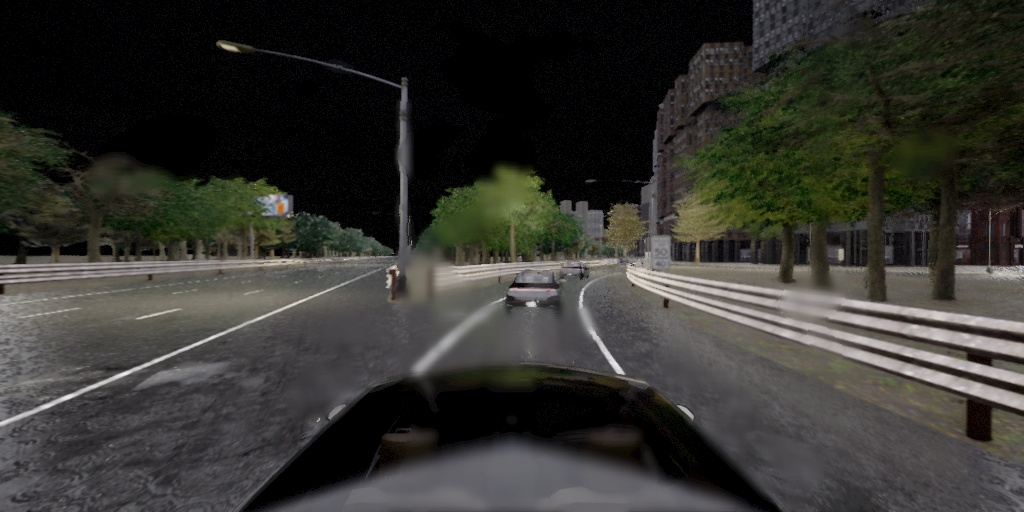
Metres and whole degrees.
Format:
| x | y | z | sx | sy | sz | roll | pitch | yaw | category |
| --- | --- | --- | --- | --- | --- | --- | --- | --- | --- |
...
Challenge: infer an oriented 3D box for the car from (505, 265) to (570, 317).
| x | y | z | sx | sy | sz | roll | pitch | yaw | category |
| --- | --- | --- | --- | --- | --- | --- | --- | --- | --- |
| 0.965 | 1.255 | 13.214 | 2.128 | 1.511 | 4.902 | 0 | 0 | 9 | car |

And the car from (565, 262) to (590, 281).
| x | y | z | sx | sy | sz | roll | pitch | yaw | category |
| --- | --- | --- | --- | --- | --- | --- | --- | --- | --- |
| 5.510 | 1.266 | 30.819 | 2.128 | 1.511 | 4.902 | 0 | 0 | 21 | car |
